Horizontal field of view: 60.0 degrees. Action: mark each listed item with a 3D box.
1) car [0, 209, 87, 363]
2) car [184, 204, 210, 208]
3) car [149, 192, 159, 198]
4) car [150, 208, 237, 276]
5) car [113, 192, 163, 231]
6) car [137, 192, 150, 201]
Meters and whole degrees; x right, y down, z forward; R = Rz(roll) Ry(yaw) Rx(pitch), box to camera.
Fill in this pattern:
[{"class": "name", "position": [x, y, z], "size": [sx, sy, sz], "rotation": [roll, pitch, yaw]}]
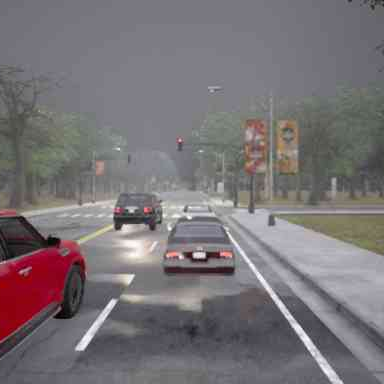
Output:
[{"class": "car", "position": [-3.098, 1.174, 4.017], "size": [2.150, 2.045, 5.566], "rotation": [0, 1, 1]}, {"class": "car", "position": [0.291, 1.370, 19.966], "size": [1.895, 1.301, 4.718], "rotation": [0, 1, -2]}, {"class": "car", "position": [-9.040, 0.657, 78.963], "size": [1.812, 1.442, 4.674], "rotation": [0, 1, 1]}, {"class": "car", "position": [0.197, 1.430, 9.927], "size": [2.033, 1.411, 5.357], "rotation": [0, 1, 1]}, {"class": "car", "position": [-2.966, 1.002, 19.147], "size": [2.150, 2.045, 5.566], "rotation": [0, 1, 1]}, {"class": "car", "position": [-9.206, 0.828, 63.499], "size": [1.812, 1.442, 4.674], "rotation": [0, 1, 1]}]
